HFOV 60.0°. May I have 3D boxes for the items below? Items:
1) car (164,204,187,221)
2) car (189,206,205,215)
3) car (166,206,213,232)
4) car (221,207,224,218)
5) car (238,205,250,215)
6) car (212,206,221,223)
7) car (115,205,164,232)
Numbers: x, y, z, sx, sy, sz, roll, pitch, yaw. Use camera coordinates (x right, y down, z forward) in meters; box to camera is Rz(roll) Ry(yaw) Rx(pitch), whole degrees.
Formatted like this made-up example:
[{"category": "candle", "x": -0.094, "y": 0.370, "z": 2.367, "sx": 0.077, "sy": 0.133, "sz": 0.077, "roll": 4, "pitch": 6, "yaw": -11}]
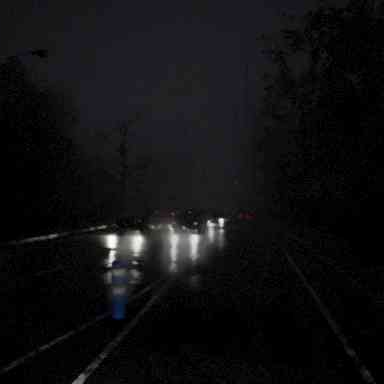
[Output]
[{"category": "car", "x": -2.160, "y": 1.942, "z": 31.840, "sx": 2.097, "sy": 1.767, "sz": 4.553, "roll": 1, "pitch": -2, "yaw": 9}, {"category": "car", "x": 0.833, "y": 2.782, "z": 50.737, "sx": 1.895, "sy": 1.301, "sz": 4.718, "roll": 1, "pitch": -2, "yaw": 9}, {"category": "car", "x": -0.030, "y": 1.919, "z": 23.150, "sx": 2.033, "sy": 1.411, "sz": 5.357, "roll": 1, "pitch": -2, "yaw": 10}, {"category": "car", "x": 3.094, "y": 2.496, "z": 42.359, "sx": 1.812, "sy": 1.442, "sz": 4.674, "roll": 1, "pitch": -2, "yaw": 9}, {"category": "car", "x": 8.063, "y": 2.801, "z": 51.740, "sx": 2.128, "sy": 1.511, "sz": 4.902, "roll": 1, "pitch": -2, "yaw": 9}, {"category": "car", "x": 1.430, "y": 2.218, "z": 32.246, "sx": 1.994, "sy": 1.385, "sz": 4.181, "roll": 1, "pitch": -2, "yaw": 9}, {"category": "car", "x": -3.637, "y": 1.787, "z": 22.793, "sx": 1.882, "sy": 1.535, "sz": 5.008, "roll": 1, "pitch": -2, "yaw": 10}]
